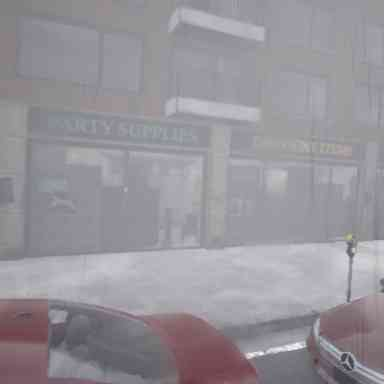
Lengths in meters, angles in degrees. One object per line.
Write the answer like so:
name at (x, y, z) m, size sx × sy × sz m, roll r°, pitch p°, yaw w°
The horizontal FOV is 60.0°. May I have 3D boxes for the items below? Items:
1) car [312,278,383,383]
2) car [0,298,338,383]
car at (3.349, 1.551, 3.910) m, size 4.206 × 1.307 × 1.802 m, roll 1°, pitch 2°, yaw -23°
car at (-1.724, 1.394, 1.728) m, size 4.507 × 1.381 × 1.887 m, roll 1°, pitch 2°, yaw -23°
